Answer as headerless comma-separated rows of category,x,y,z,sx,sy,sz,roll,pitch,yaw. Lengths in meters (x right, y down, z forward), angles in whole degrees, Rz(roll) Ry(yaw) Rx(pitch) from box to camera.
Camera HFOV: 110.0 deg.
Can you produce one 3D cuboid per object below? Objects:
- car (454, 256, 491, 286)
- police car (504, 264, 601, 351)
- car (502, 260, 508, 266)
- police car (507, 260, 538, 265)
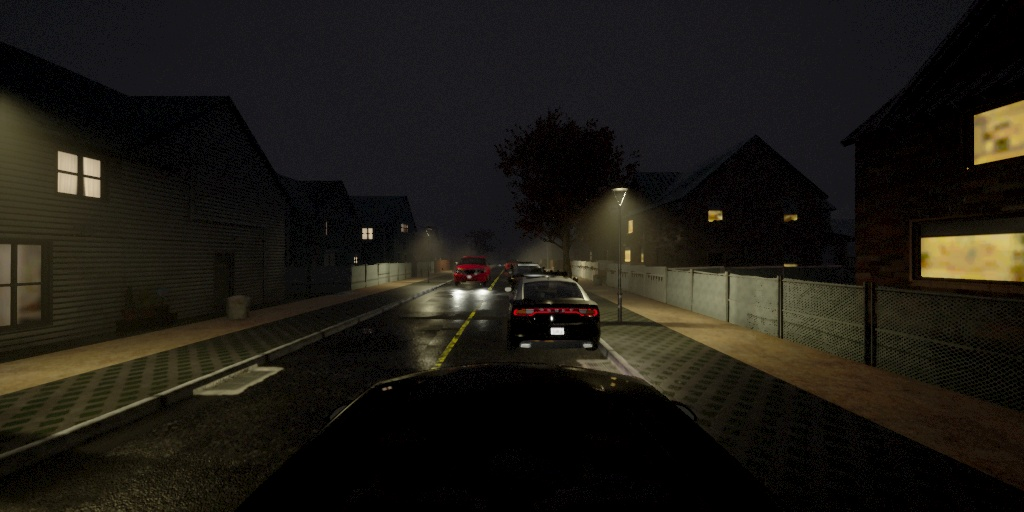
car,-2.704,0.983,25.518,2.150,2.045,5.566,0,0,0
police car,0.839,1.178,9.165,1.930,1.638,5.238,0,0,0
car,0.130,1.210,47.979,2.097,1.767,4.553,0,0,1
police car,0.858,1.184,19.165,1.930,1.638,5.238,0,0,0
